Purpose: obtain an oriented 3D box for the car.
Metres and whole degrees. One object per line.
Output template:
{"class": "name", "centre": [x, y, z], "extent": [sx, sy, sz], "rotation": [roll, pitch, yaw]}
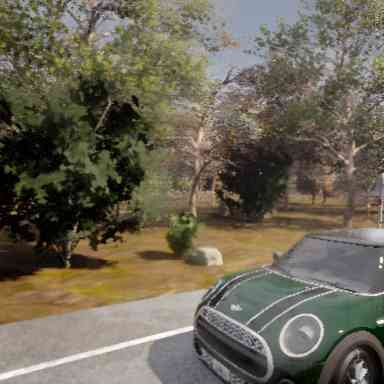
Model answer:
{"class": "car", "centre": [2.274, 1.364, 4.756], "extent": [4.553, 1.767, 2.097], "rotation": [0, 0, -30]}
